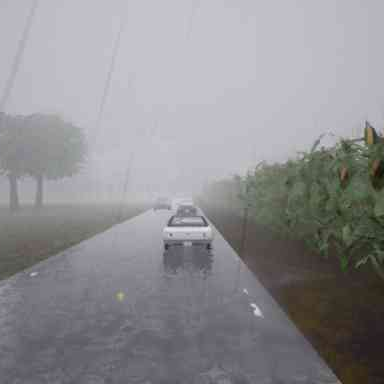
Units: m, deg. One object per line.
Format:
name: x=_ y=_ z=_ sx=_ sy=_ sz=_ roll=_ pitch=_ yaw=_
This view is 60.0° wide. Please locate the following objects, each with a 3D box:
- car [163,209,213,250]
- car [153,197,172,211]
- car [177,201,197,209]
car: x=-0.189 y=1.609 z=14.415 sx=1.895 sy=1.301 sz=4.718 roll=0 pitch=0 yaw=-1
car: x=-3.564 y=1.390 z=40.709 sx=2.097 sy=1.767 sz=4.553 roll=0 pitch=0 yaw=-1
car: x=-0.486 y=1.552 z=32.186 sx=1.812 sy=1.442 sz=4.674 roll=0 pitch=0 yaw=-1
